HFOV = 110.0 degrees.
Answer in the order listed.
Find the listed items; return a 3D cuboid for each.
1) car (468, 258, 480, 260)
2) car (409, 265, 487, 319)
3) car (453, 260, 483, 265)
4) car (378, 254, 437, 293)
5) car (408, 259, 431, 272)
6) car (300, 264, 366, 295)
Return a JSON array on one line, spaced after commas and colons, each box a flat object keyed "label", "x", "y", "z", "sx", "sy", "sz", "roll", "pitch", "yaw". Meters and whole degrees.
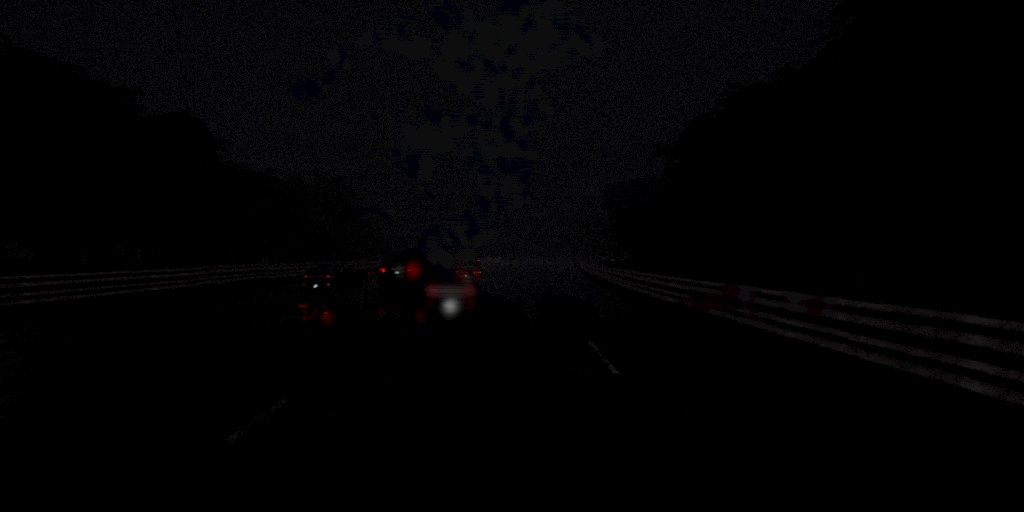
[{"label": "car", "x": -4.517, "y": 1.283, "z": 44.264, "sx": 1.994, "sy": 1.385, "sz": 4.181, "roll": 0, "pitch": 0, "yaw": -5}, {"label": "car", "x": -1.953, "y": 1.223, "z": 12.645, "sx": 2.128, "sy": 1.511, "sz": 4.902, "roll": 0, "pitch": 0, "yaw": -4}, {"label": "car", "x": -3.024, "y": 1.241, "z": 26.340, "sx": 1.812, "sy": 1.442, "sz": 4.674, "roll": 0, "pitch": 0, "yaw": -4}, {"label": "car", "x": -5.993, "y": 0.931, "z": 20.734, "sx": 2.150, "sy": 2.045, "sz": 5.566, "roll": 0, "pitch": 0, "yaw": -4}, {"label": "car", "x": -11.477, "y": 1.194, "z": 44.801, "sx": 2.128, "sy": 1.511, "sz": 4.902, "roll": 0, "pitch": 0, "yaw": -5}, {"label": "car", "x": -9.387, "y": 1.193, "z": 19.192, "sx": 2.128, "sy": 1.511, "sz": 4.902, "roll": 0, "pitch": 0, "yaw": -4}]
